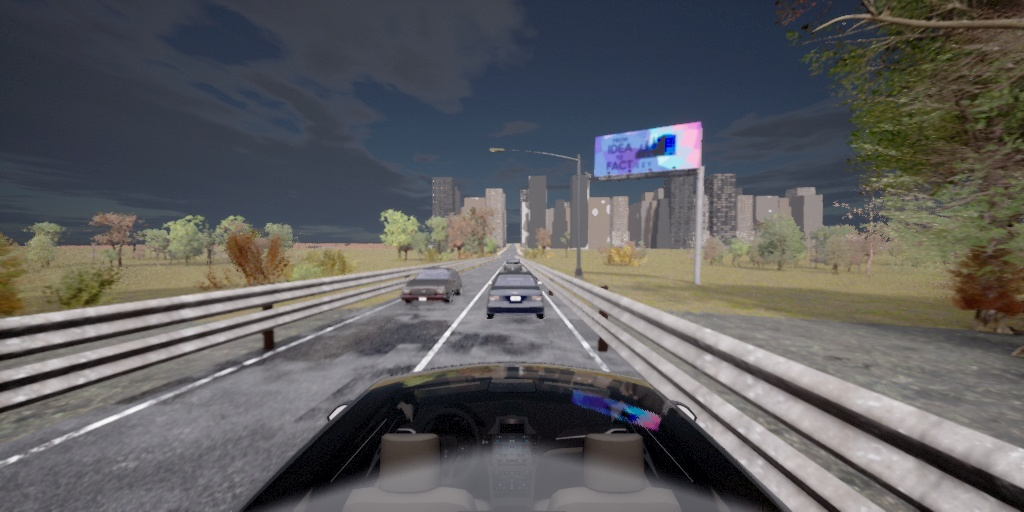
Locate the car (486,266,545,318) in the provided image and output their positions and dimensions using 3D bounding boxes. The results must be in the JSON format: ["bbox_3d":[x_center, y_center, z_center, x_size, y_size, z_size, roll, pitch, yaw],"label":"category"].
[{"bbox_3d":[0.102,1.240,12.691,2.033,1.411,5.357,0,0,0],"label":"car"}]

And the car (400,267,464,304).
[{"bbox_3d":[-3.342,1.222,16.089,2.033,1.411,5.357,0,0,0],"label":"car"}]

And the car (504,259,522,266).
[{"bbox_3d":[0.106,1.053,37.742,2.128,1.511,4.902,0,0,0],"label":"car"}]
